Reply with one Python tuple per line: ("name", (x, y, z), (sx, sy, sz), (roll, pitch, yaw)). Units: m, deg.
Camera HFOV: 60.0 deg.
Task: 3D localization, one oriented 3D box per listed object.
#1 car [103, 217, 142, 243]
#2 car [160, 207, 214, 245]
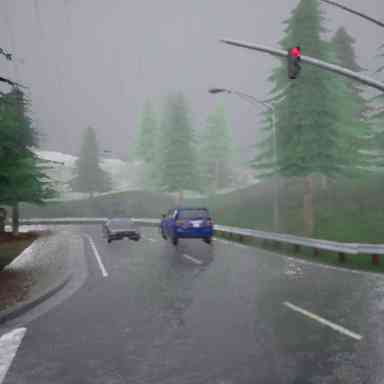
("car", (-4.538, 2.286, 20.921), (2.033, 1.411, 5.357), (0, -2, -20))
("car", (-0.427, 1.866, 19.368), (2.150, 2.045, 5.566), (0, -2, -14))
